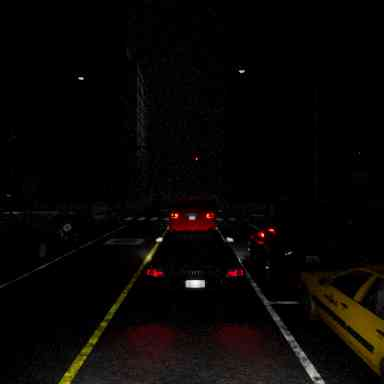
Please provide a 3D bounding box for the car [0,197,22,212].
[{"bbox_3d":[-19.028,1.134,32.041,5.008,1.535,1.882,1,0,1],"label":"car"}]

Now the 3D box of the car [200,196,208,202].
[{"bbox_3d":[2.810,1.568,79.730,1.887,1.381,4.507,0,0,0],"label":"car"}]

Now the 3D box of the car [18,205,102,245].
[{"bbox_3d":[-5.755,1.440,15.120,1.967,1.590,4.097,0,0,0],"label":"car"}]

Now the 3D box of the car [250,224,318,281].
[{"bbox_3d":[2.767,1.566,9.659,1.947,1.339,4.313,0,0,0],"label":"car"}]

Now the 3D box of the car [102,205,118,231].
[{"bbox_3d":[-5.751,1.526,20.407,1.752,1.417,4.829,0,0,0],"label":"car"}]

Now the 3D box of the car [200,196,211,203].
[{"bbox_3d":[2.804,1.567,68.854,2.008,1.369,4.403,0,0,0],"label":"car"}]

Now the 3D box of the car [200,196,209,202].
[{"bbox_3d":[2.807,1.564,74.292,1.887,1.381,4.507,0,0,0],"label":"car"}]

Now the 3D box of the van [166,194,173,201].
[{"bbox_3d":[-5.712,1.367,85.173,1.690,1.788,3.998,0,0,0],"label":"van"}]

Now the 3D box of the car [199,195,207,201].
[{"bbox_3d":[2.814,1.552,85.337,1.752,1.417,4.829,0,0,0],"label":"car"}]

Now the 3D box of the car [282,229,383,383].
[{"bbox_3d":[2.764,1.525,4.373,1.752,1.417,4.829,0,0,0],"label":"car"}]

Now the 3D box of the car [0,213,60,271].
[{"bbox_3d":[-5.758,1.544,9.663,1.887,1.381,4.507,0,0,0],"label":"car"}]

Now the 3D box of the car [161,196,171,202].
[{"bbox_3d":[-5.718,1.545,74.127,1.752,1.417,4.829,0,0,0],"label":"car"}]

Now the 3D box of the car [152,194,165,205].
[{"bbox_3d":[-5.728,1.326,57.985,2.192,1.841,5.009,0,0,0],"label":"car"}]

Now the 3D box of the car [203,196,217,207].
[{"bbox_3d":[2.794,1.449,52.542,1.967,1.590,4.097,0,0,0],"label":"car"}]

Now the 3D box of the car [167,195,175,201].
[{"bbox_3d":[-5.708,1.581,90.610,2.008,1.369,4.403,0,0,0],"label":"car"}]

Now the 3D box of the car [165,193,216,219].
[{"bbox_3d":[0.014,1.222,17.209,2.150,2.045,5.566,0,0,0],"label":"car"}]

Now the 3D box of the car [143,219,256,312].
[{"bbox_3d":[0.064,1.564,7.789,1.994,1.385,4.181,0,0,0],"label":"car"}]

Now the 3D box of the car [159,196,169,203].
[{"bbox_3d":[-5.721,1.599,68.859,1.802,1.307,4.206,0,0,0],"label":"car"}]
